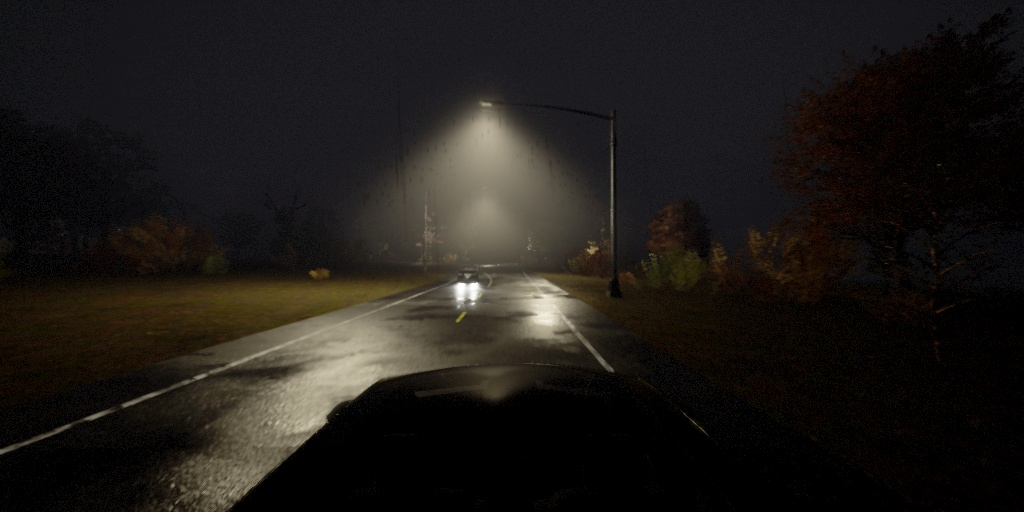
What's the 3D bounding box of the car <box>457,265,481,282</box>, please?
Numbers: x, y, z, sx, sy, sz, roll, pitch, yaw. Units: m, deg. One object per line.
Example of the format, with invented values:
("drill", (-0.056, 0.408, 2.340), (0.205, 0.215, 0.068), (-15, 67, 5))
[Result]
("car", (-3.828, 1.528, 32.419), (2.128, 1.511, 4.902), (0, -1, -3))
